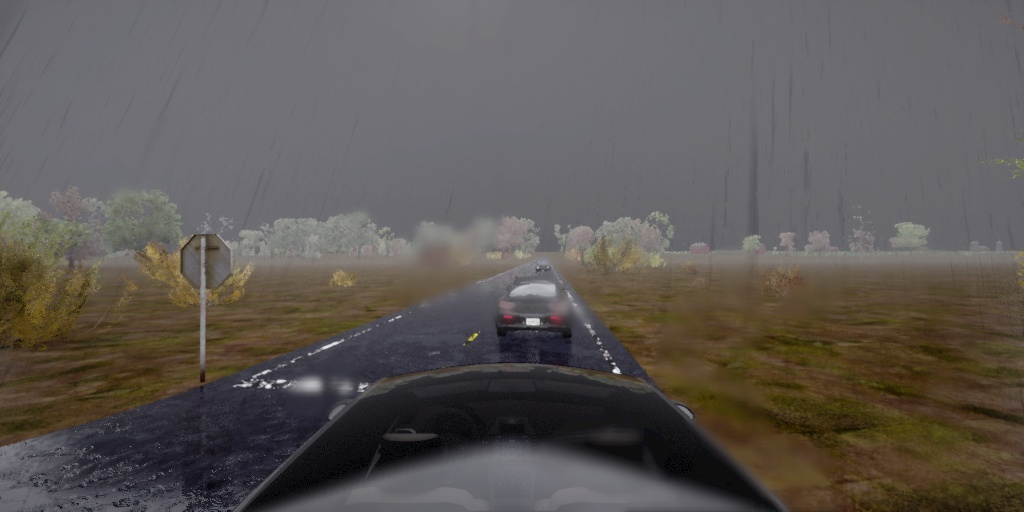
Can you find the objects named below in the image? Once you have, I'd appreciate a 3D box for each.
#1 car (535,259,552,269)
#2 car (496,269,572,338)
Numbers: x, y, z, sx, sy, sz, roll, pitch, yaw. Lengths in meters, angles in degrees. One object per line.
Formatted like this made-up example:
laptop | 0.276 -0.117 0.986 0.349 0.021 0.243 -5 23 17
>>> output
car | 3.758 1.338 42.428 1.895 1.301 4.718 0 0 6
car | 0.673 1.274 10.142 1.812 1.442 4.674 0 0 5
